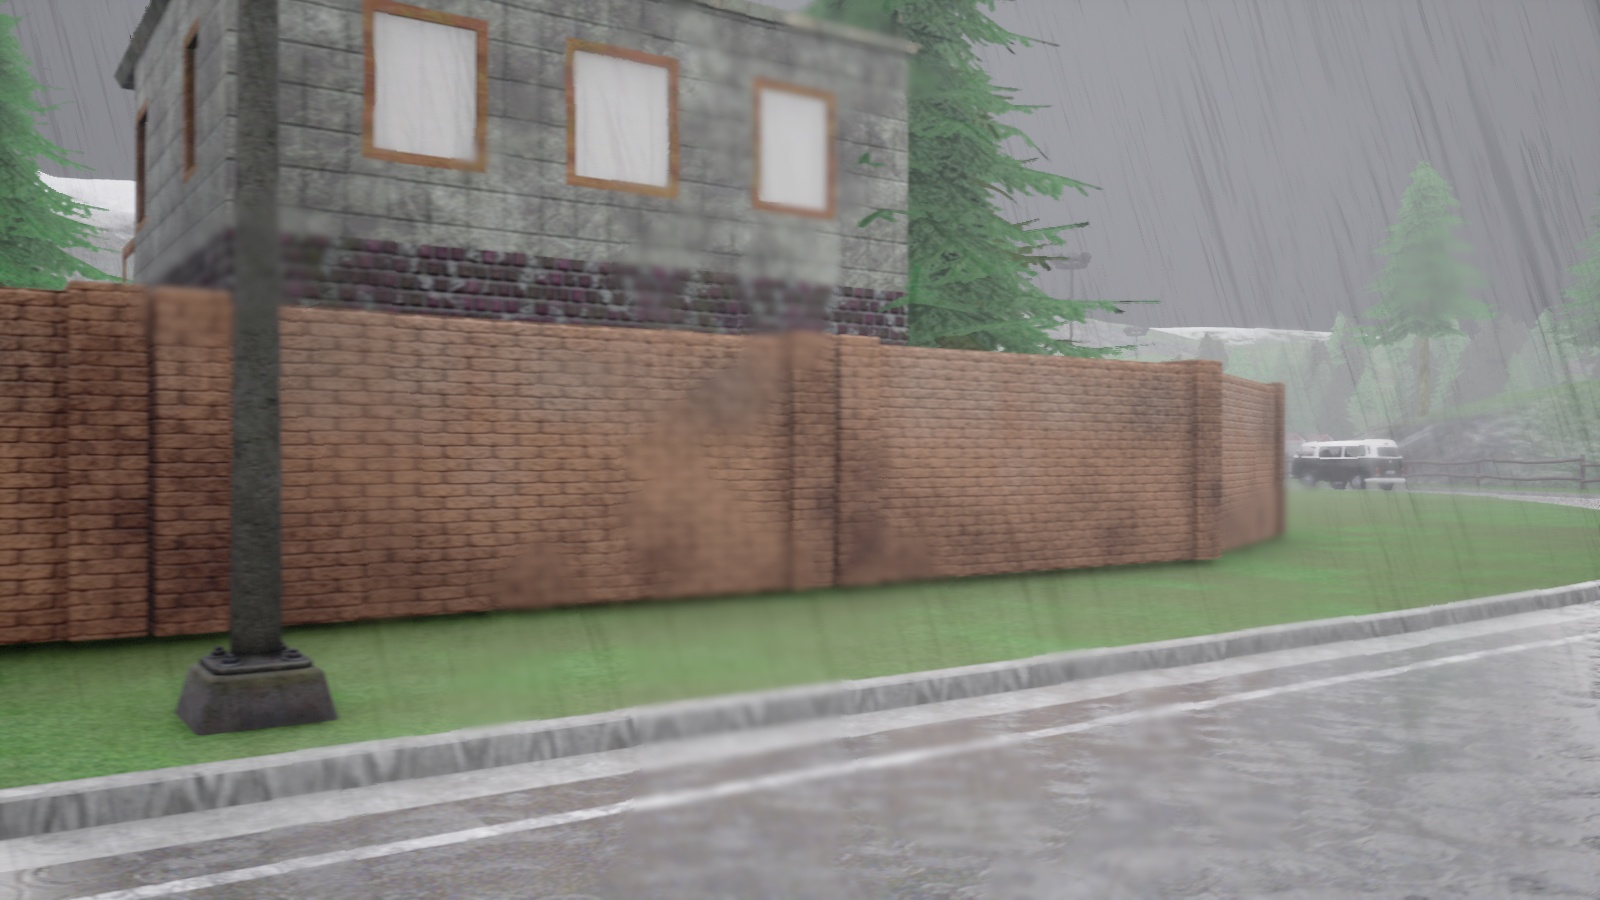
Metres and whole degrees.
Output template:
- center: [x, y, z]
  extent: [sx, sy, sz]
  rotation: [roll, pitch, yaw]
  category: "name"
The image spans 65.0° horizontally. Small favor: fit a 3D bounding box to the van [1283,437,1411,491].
- center: [21.860, 0.545, 50.391]
  extent: [2.069, 2.038, 4.480]
  rotation: [1, 0, -23]
  category: "van"
